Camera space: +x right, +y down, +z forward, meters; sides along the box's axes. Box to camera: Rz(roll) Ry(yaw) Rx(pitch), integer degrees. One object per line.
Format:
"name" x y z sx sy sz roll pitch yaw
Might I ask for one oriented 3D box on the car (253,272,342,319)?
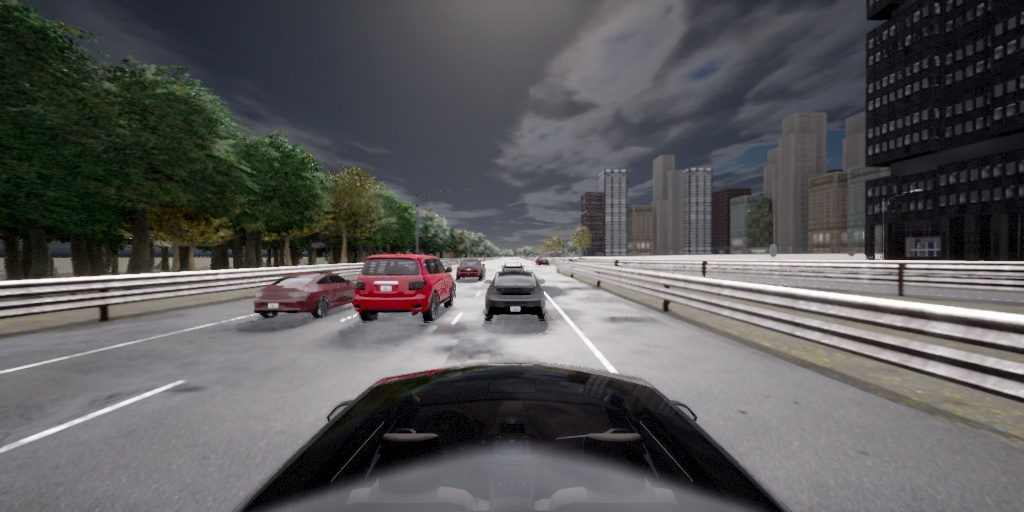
"car" -6.902 1.269 12.672 1.812 1.442 4.674 0 0 0

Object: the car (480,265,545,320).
"car" 0.099 1.248 12.556 1.837 1.490 4.892 0 0 0

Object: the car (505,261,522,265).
"car" 0.099 1.205 30.627 2.128 1.511 4.902 0 0 0

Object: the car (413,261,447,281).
"car" -6.902 1.218 30.758 1.837 1.490 4.892 0 0 0

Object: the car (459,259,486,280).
"car" -3.401 1.066 30.451 2.097 1.767 4.553 0 0 0

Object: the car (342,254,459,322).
"car" -3.402 0.965 12.361 2.150 2.045 5.566 0 0 0
